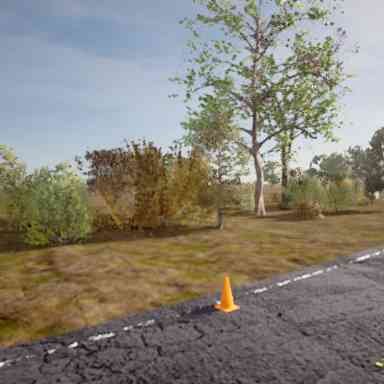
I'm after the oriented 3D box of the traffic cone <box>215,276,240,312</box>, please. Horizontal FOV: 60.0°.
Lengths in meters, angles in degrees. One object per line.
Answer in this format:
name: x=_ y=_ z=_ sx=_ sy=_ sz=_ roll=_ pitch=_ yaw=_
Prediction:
traffic cone: x=0.656 y=1.880 z=6.244 sx=0.340 sy=0.580 sz=0.340 roll=-1 pitch=1 yaw=-37
